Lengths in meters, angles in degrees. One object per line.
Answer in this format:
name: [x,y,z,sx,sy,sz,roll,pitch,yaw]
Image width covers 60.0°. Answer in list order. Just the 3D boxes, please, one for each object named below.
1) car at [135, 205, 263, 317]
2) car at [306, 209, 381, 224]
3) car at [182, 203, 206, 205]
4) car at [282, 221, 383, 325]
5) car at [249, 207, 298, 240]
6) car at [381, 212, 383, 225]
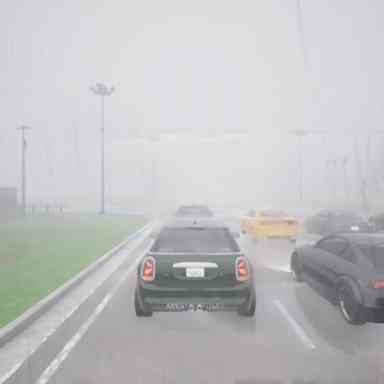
car: [0.064,1.346,7.606,2.097,1.767,4.553,0,0,0]
car: [7.085,1.550,16.460,1.994,1.385,4.181,0,0,0]
car: [0.085,1.338,16.376,2.097,1.767,4.553,0,0,0]
car: [3.565,1.558,7.075,1.994,1.385,4.181,0,0,0]
car: [3.586,1.464,16.036,1.882,1.535,5.008,0,0,0]
car: [10.586,1.478,16.411,2.128,1.511,4.902,0,0,0]
